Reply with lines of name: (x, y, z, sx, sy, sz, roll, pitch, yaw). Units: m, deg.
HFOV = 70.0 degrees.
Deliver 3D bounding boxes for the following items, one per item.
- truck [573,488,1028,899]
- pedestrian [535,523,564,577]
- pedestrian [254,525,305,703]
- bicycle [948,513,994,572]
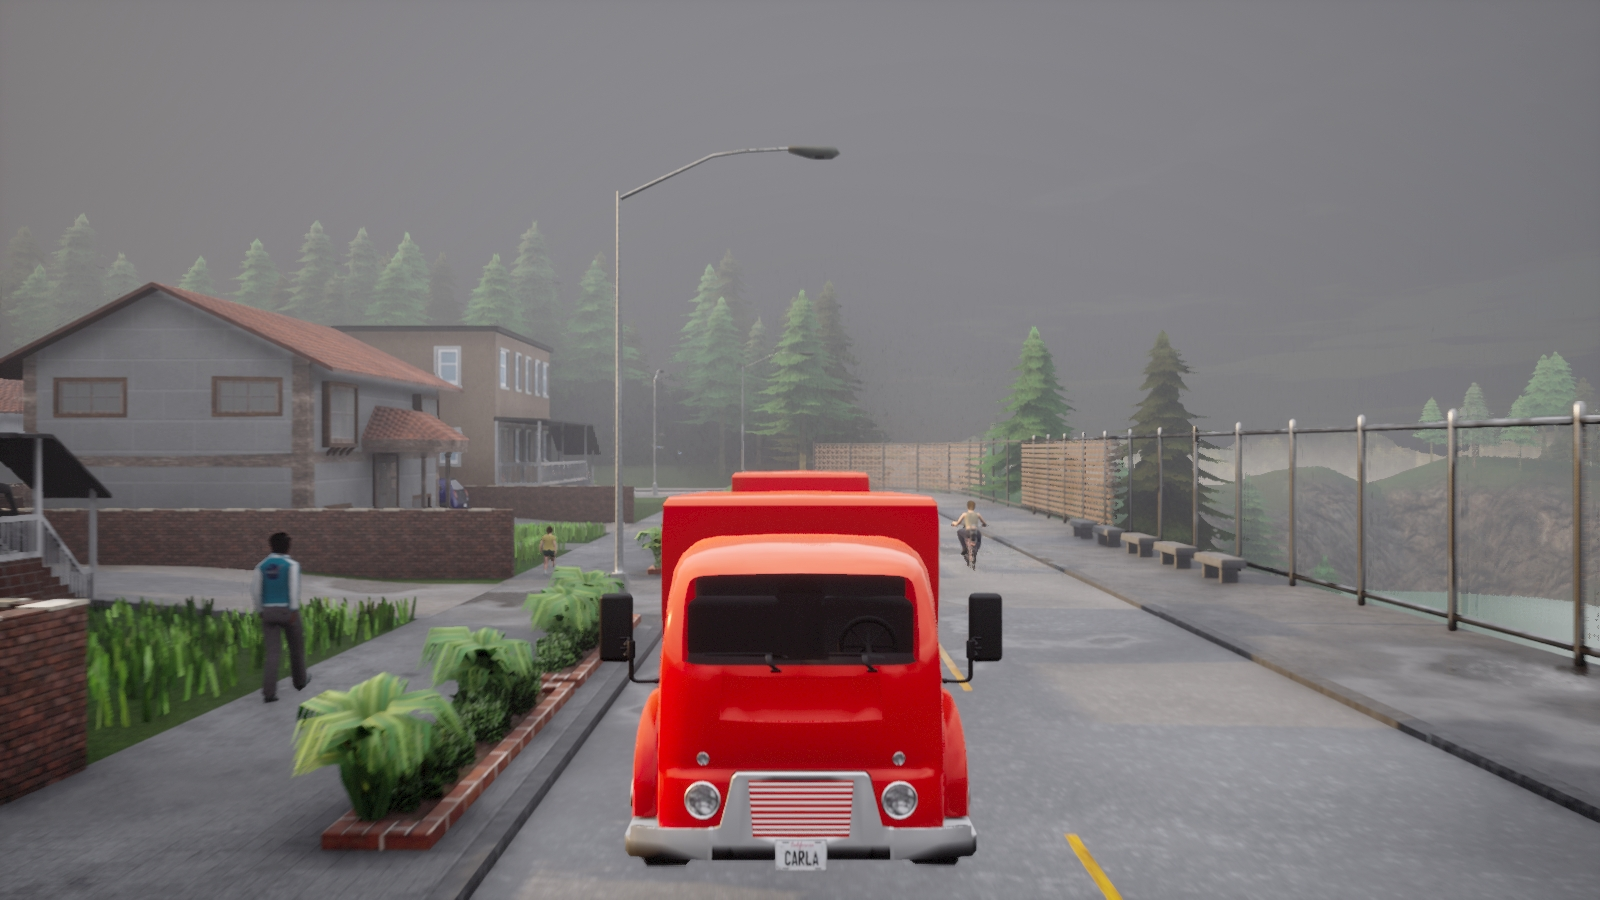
truck: (-0.002, 1.579, 9.227, 2.627, 2.467, 5.204, 0, -1, 0)
pedestrian: (-5.298, 2.113, 24.153, 0.500, 1.100, 0.500, 0, 0, 0)
pedestrian: (-5.562, 1.741, 12.226, 0.375, 1.860, 0.375, 0, 0, 0)
bicycle: (3.984, 2.147, 26.729, 0.859, 1.276, 1.487, 0, 0, 0)
